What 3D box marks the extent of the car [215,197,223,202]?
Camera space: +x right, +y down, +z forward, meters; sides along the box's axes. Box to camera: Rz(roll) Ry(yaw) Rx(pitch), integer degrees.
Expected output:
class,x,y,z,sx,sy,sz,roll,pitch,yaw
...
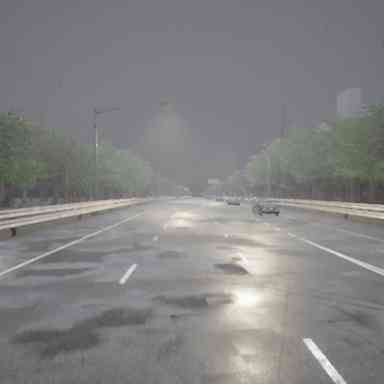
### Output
class,x,y,z,sx,sy,sz,roll,pitch,yaw
car,7.264,1.952,88.347,1.812,1.442,4.674,0,-1,0

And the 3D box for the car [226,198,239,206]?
class,x,y,z,sx,sy,sz,roll,pitch,yaw
car,7.075,1.668,58.311,1.994,1.385,4.181,0,0,0

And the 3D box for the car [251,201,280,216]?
class,x,y,z,sx,sy,sz,roll,pitch,yaw
car,7.010,1.552,31.947,2.033,1.411,5.357,0,0,0
